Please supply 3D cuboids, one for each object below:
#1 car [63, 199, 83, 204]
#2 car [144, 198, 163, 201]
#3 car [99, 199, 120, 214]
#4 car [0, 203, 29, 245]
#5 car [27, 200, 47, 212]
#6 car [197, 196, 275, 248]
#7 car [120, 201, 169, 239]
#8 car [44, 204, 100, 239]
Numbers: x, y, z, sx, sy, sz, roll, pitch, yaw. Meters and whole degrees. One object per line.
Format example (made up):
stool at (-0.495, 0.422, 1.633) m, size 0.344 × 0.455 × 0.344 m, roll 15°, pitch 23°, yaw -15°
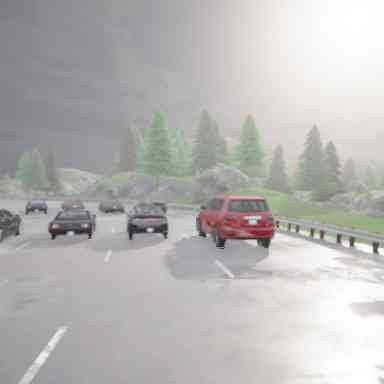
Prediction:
car at (-12.430, 1.401, 34.574) m, size 1.994 × 1.385 × 4.181 m, roll 0°, pitch 0°, yaw -26°
car at (-3.903, 1.377, 32.769) m, size 1.837 × 1.490 × 4.892 m, roll 1°, pitch 0°, yaw -23°
car at (-8.284, 1.417, 33.969) m, size 1.994 × 1.385 × 4.181 m, roll 0°, pitch 0°, yaw -25°
car at (-9.036, 1.423, 14.808) m, size 1.837 × 1.490 × 4.892 m, roll 0°, pitch 0°, yaw -13°
car at (-15.568, 1.432, 33.232) m, size 1.895 × 1.301 × 4.718 m, roll 0°, pitch 0°, yaw -26°
car at (1.718, 1.175, 14.738) m, size 2.150 × 2.045 × 5.566 m, roll 0°, pitch 0°, yaw -11°
car at (-2.362, 1.424, 16.852) m, size 2.128 × 1.511 × 4.902 m, roll 0°, pitch 0°, yaw -13°
car at (-5.877, 1.522, 16.851) m, size 1.895 × 1.301 × 4.718 m, roll 0°, pitch 0°, yaw -13°
